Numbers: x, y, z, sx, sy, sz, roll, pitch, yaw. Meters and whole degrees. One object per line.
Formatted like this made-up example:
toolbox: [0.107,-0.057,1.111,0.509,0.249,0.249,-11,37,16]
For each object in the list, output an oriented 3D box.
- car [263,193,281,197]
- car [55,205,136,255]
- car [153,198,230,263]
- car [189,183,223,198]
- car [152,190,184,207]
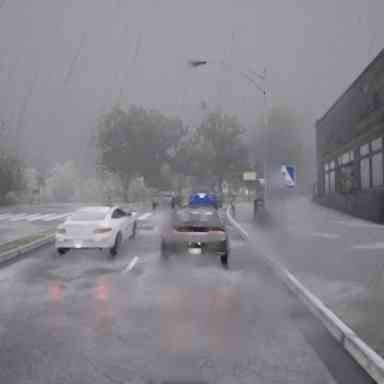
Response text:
car: [20.792,0.922,85.630,4.718,1.301,1.895,-2,-3,44]
car: [-3.159,1.164,11.562,1.812,1.442,4.674,0,2,0]
car: [0.083,1.161,10.607,2.128,1.511,4.902,0,2,0]
car: [1.179,0.330,26.586,2.150,2.045,5.566,-1,2,10]
car: [-1.901,0.617,27.709,2.128,1.511,4.902,-1,1,11]
